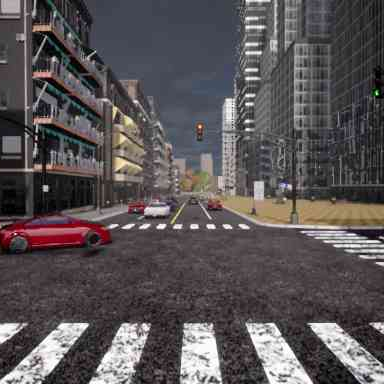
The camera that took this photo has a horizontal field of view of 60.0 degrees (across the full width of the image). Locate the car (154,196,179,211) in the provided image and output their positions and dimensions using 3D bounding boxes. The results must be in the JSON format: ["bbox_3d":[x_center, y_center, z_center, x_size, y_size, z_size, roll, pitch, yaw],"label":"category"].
[{"bbox_3d":[-3.017,1.558,39.490,1.994,1.385,4.181,0,0,1],"label":"car"}]

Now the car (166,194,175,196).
[{"bbox_3d":[-3.000,1.499,49.671,1.837,1.490,4.892,0,0,0],"label":"car"}]

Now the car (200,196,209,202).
[{"bbox_3d":[2.780,1.544,74.967,1.887,1.381,4.507,-1,0,0],"label":"car"}]

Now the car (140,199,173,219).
[{"bbox_3d":[-3.047,1.595,29.430,1.895,1.301,4.718,0,0,0],"label":"car"}]

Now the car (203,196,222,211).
[{"bbox_3d":[2.719,1.539,41.073,1.887,1.381,4.507,-1,0,0],"label":"car"}]

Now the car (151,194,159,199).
[{"bbox_3d":[-5.629,1.434,41.030,1.967,1.590,4.097,-1,0,0],"label":"car"}]

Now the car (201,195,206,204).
[{"bbox_3d":[2.760,1.548,63.668,2.008,1.369,4.403,-1,0,0],"label":"car"}]

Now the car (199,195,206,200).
[{"bbox_3d":[2.810,1.530,92.084,1.752,1.417,4.829,-1,0,0],"label":"car"}]

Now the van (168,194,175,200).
[{"bbox_3d":[-5.540,1.346,91.870,1.690,1.788,3.998,-1,0,0],"label":"van"}]

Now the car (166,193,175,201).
[{"bbox_3d":[-5.550,1.318,86.222,2.192,1.841,5.009,-1,0,0],"label":"car"}]

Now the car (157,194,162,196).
[{"bbox_3d":[-5.611,1.310,52.329,2.192,1.841,5.009,-1,0,0],"label":"car"}]

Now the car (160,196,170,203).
[{"bbox_3d":[-5.577,1.580,69.275,1.802,1.307,4.206,-1,0,0],"label":"car"}]

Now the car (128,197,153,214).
[{"bbox_3d":[-5.638,1.539,35.381,1.887,1.381,4.507,-1,0,0],"label":"car"}]

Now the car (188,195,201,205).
[{"bbox_3d":[0.199,1.522,59.449,1.812,1.442,4.674,0,0,0],"label":"car"}]

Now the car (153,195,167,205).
[{"bbox_3d":[-5.599,1.436,57.977,1.967,1.590,4.097,-1,0,0],"label":"car"}]

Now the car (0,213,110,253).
[{"bbox_3d":[-5.561,1.561,13.702,4.181,1.385,1.994,-1,1,-27],"label":"car"}]
